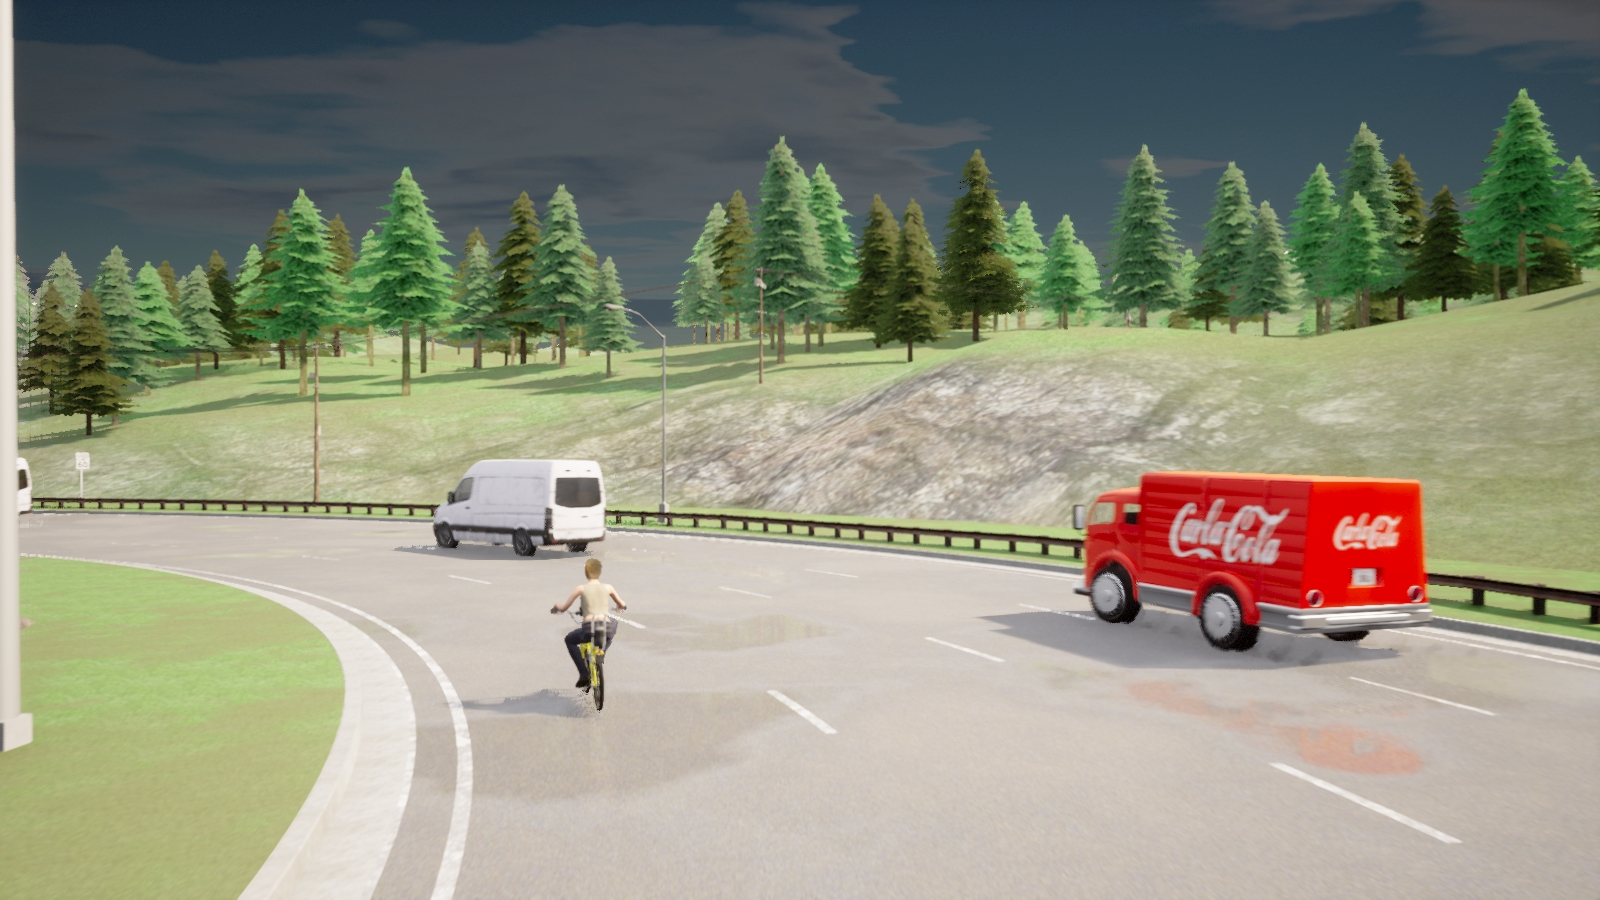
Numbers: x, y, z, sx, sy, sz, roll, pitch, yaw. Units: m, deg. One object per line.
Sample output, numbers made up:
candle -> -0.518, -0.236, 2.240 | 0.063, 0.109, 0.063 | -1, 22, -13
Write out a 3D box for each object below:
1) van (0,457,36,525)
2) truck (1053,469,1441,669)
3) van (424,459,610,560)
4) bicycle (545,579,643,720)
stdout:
van -> -32.874, 1.565, 44.268 | 5.915, 2.561, 1.988 | 0, -1, 15
truck -> 6.524, 1.580, 17.506 | 2.627, 2.467, 5.204 | 1, 0, -23
van -> -8.030, 1.555, 32.039 | 5.915, 2.561, 1.988 | 0, -1, 41
bicycle -> -2.317, 2.166, 12.735 | 0.859, 1.276, 1.487 | 0, 0, -19
